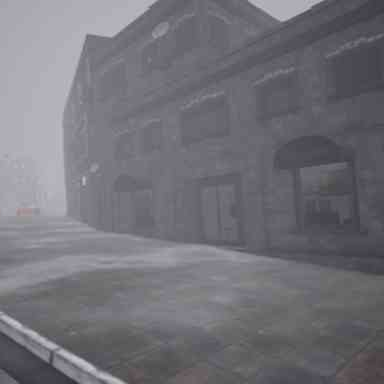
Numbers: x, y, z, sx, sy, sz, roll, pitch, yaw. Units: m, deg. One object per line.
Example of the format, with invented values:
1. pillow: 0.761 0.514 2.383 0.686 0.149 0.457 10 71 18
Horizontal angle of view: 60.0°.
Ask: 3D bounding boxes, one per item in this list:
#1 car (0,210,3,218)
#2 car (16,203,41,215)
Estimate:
1. car: -23.533 2.341 38.140 1.837 1.490 4.892 -3 -1 -6
2. car: -24.758 2.472 50.513 2.097 1.767 4.553 -4 -1 -4
